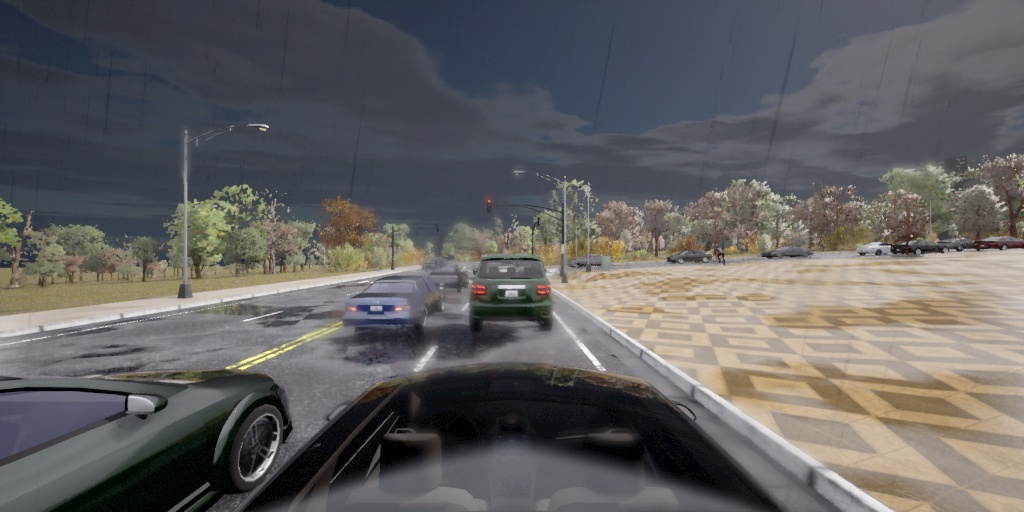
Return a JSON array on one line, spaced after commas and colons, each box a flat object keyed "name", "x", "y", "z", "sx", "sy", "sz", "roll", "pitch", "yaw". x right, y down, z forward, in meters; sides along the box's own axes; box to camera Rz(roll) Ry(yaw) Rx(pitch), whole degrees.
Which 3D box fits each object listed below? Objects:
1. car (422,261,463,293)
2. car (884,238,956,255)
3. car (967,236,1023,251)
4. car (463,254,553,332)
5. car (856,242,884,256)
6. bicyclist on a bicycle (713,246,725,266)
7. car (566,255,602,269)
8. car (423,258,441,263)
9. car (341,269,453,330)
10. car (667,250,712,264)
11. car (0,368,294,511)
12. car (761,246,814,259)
[{"name": "car", "x": -3.617, "y": 1.257, "z": 20.839, "sx": 2.128, "sy": 1.511, "sz": 4.902, "roll": 0, "pitch": 0, "yaw": 0}, {"name": "car", "x": 41.249, "y": -0.878, "z": 36.286, "sx": 5.008, "sy": 1.535, "sz": 1.882, "roll": -3, "pitch": 0, "yaw": -5}, {"name": "car", "x": 51.168, "y": -1.314, "z": 37.416, "sx": 5.008, "sy": 1.535, "sz": 1.882, "roll": -3, "pitch": 0, "yaw": -7}, {"name": "car", "x": -0.060, "y": 0.977, "z": 11.089, "sx": 2.150, "sy": 2.045, "sz": 5.566, "roll": 0, "pitch": 0, "yaw": -1}, {"name": "car", "x": 40.587, "y": -0.804, "z": 39.485, "sx": 4.674, "sy": 1.442, "sz": 1.812, "roll": -3, "pitch": 0, "yaw": -6}, {"name": "bicyclist on a bicycle", "x": 17.409, "y": 0.005, "z": 30.187, "sx": 0.582, "sy": 1.620, "sz": 1.656, "roll": -2, "pitch": 0, "yaw": -3}, {"name": "car", "x": 8.536, "y": 0.612, "z": 40.643, "sx": 4.902, "sy": 1.511, "sz": 2.128, "roll": -2, "pitch": 0, "yaw": -4}, {"name": "car", "x": -12.527, "y": 1.407, "z": 54.823, "sx": 1.994, "sy": 1.385, "sz": 4.181, "roll": 0, "pitch": 0, "yaw": -5}, {"name": "car", "x": -3.308, "y": 1.303, "z": 11.092, "sx": 2.033, "sy": 1.411, "sz": 5.357, "roll": 0, "pitch": 0, "yaw": -1}, {"name": "car", "x": 20.338, "y": 0.087, "z": 41.277, "sx": 4.892, "sy": 1.490, "sz": 1.837, "roll": -2, "pitch": 0, "yaw": -3}, {"name": "car", "x": -3.173, "y": 1.314, "z": 1.870, "sx": 1.994, "sy": 1.385, "sz": 4.181, "roll": 0, "pitch": 0, "yaw": 0}, {"name": "car", "x": 32.319, "y": -0.414, "z": 42.127, "sx": 5.357, "sy": 1.411, "sz": 2.033, "roll": -3, "pitch": 0, "yaw": -5}]
